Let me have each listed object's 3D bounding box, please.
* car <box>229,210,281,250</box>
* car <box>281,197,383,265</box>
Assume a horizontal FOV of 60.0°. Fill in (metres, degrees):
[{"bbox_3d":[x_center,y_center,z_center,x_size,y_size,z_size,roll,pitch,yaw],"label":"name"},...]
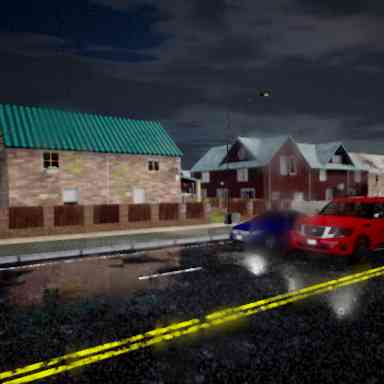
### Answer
[{"bbox_3d":[3.733,1.509,14.383,4.674,1.442,1.812,0,0,-36],"label":"car"},{"bbox_3d":[5.978,1.205,11.994,5.566,2.045,2.150,0,0,-36],"label":"car"}]
